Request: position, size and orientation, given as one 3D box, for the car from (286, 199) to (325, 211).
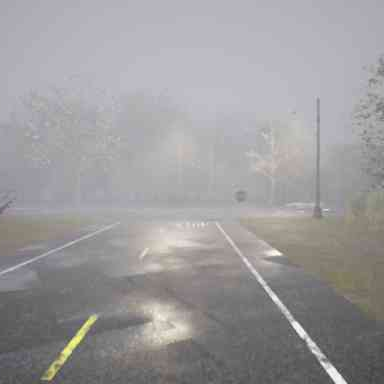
[{"bbox_3d":[14.040,1.623,41.391,4.674,1.442,1.812,0,0,0],"label":"car"}]
